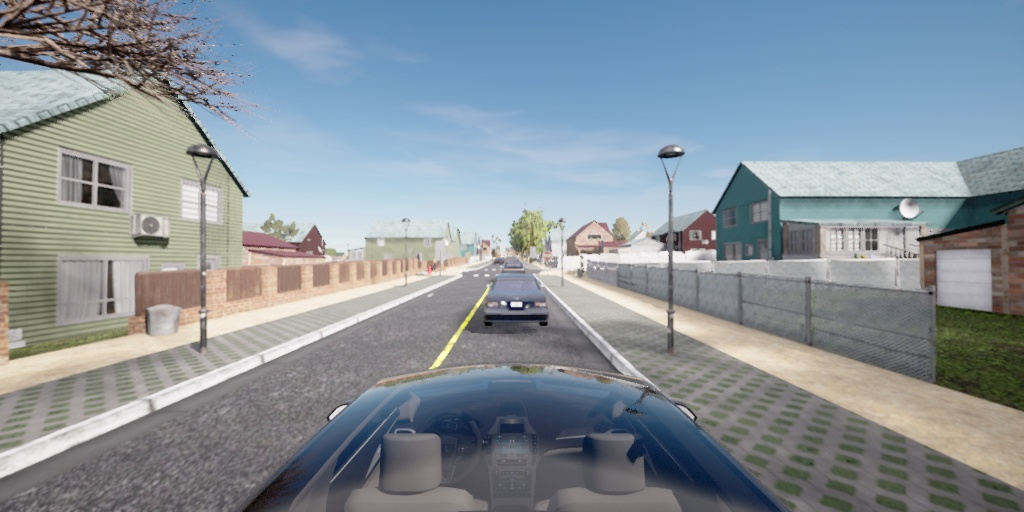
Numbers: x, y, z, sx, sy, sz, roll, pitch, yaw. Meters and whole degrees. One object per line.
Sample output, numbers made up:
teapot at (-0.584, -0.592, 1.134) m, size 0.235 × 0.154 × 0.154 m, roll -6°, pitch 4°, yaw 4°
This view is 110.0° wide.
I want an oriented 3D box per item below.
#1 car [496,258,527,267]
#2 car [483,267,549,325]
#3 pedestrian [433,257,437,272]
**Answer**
car at (0.128, 1.148, 27.397) m, size 2.128 × 1.511 × 4.902 m, roll 0°, pitch 0°, yaw 0°
car at (0.111, 1.263, 11.563) m, size 2.033 × 1.411 × 5.357 m, roll 0°, pitch 0°, yaw 0°
pedestrian at (-9.641, 1.045, 44.906) m, size 0.375 × 1.860 × 0.375 m, roll 0°, pitch 1°, yaw 0°
